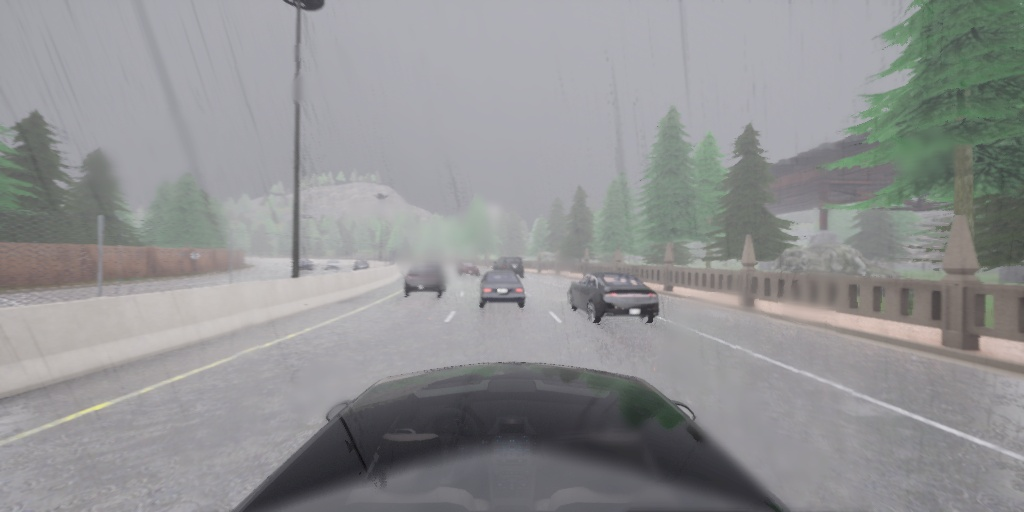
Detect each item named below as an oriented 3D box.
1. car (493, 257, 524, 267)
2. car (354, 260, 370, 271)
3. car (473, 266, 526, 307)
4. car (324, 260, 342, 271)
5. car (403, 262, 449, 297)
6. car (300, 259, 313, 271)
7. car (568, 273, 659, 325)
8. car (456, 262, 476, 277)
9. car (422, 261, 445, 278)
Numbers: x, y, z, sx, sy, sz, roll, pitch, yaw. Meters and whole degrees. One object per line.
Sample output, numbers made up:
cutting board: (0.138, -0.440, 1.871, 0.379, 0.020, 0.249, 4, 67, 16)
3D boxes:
car: (-0.424, 1.079, 35.102, 2.150, 2.045, 5.566, 1, 0, -15)
car: (-19.653, 1.212, 46.998, 2.128, 1.511, 4.902, 1, 0, -24)
car: (-0.534, 1.339, 15.707, 2.033, 1.411, 5.357, 1, 0, -5)
car: (-24.298, 1.229, 48.834, 1.812, 1.442, 4.674, 1, 0, -27)
car: (-4.431, 1.258, 18.915, 2.128, 1.511, 4.902, 1, 0, -6)
car: (-27.366, 1.134, 47.139, 1.882, 1.535, 5.008, 1, 0, -27)
car: (3.192, 1.306, 12.162, 2.128, 1.511, 4.902, 1, 0, -3)
car: (-4.559, 1.351, 36.723, 1.812, 1.442, 4.674, 1, 0, -16)
car: (-7.894, 1.296, 35.713, 1.837, 1.490, 4.892, 1, 0, -16)
